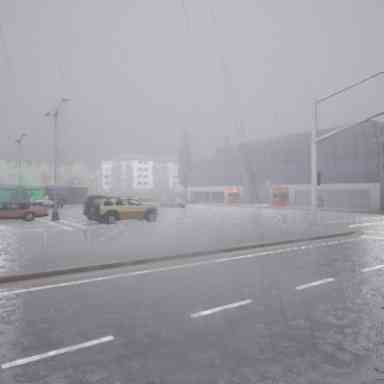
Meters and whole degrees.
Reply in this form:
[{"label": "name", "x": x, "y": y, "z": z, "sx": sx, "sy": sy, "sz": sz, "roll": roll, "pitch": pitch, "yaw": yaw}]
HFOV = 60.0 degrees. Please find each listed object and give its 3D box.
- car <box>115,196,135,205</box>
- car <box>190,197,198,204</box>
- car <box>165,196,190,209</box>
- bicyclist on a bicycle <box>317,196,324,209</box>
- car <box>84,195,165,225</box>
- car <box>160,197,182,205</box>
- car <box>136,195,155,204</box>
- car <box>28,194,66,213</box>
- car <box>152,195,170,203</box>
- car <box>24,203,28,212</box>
[{"label": "car", "x": -11.953, "y": 1.419, "z": 59.076, "sx": 1.882, "sy": 1.535, "sz": 5.008, "roll": 0, "pitch": 0, "yaw": -34}, {"label": "car", "x": -1.089, "y": 1.578, "z": 61.831, "sx": 2.033, "sy": 1.411, "sz": 5.357, "roll": 0, "pitch": 0, "yaw": -34}, {"label": "car", "x": -2.605, "y": 1.585, "z": 44.965, "sx": 1.994, "sy": 1.385, "sz": 4.181, "roll": 0, "pitch": 0, "yaw": -34}, {"label": "bicyclist on a bicycle", "x": 16.666, "y": 1.336, "z": 43.118, "sx": 1.656, "sy": 1.620, "sz": 0.582, "roll": 0, "pitch": 0, "yaw": -34}, {"label": "car", "x": -4.445, "y": 1.162, "z": 22.257, "sx": 4.605, "sy": 1.855, "sz": 1.932, "roll": 0, "pitch": 0, "yaw": -35}, {"label": "car", "x": -3.882, "y": 1.629, "z": 59.712, "sx": 1.895, "sy": 1.301, "sz": 4.718, "roll": 0, "pitch": 0, "yaw": -33}, {"label": "car", "x": -9.500, "y": 1.497, "z": 67.988, "sx": 1.882, "sy": 1.535, "sz": 5.008, "roll": 0, "pitch": 0, "yaw": -34}, {"label": "car", "x": -17.446, "y": 1.165, "z": 40.643, "sx": 3.866, "sy": 1.878, "sz": 1.905, "roll": 0, "pitch": 0, "yaw": -35}, {"label": "car", "x": -6.594, "y": 1.473, "z": 69.938, "sx": 1.812, "sy": 1.442, "sz": 4.674, "roll": 0, "pitch": 0, "yaw": -34}, {"label": "car", "x": -19.111, "y": 1.405, "z": 43.011, "sx": 3.806, "sy": 1.475, "sz": 1.970, "roll": 0, "pitch": 0, "yaw": -35}]
